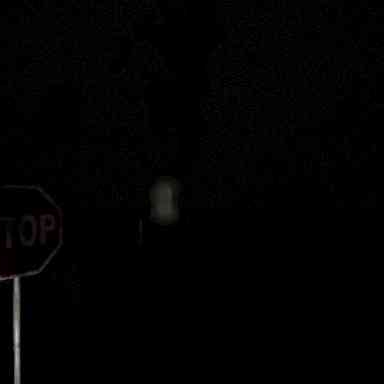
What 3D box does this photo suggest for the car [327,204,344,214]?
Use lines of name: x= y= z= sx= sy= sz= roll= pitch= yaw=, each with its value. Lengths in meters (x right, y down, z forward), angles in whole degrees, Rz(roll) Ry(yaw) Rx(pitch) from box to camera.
car: x=23.292 y=2.681 z=53.843 sx=1.882 sy=1.535 sz=5.008 roll=-1 pitch=-2 yaw=35
